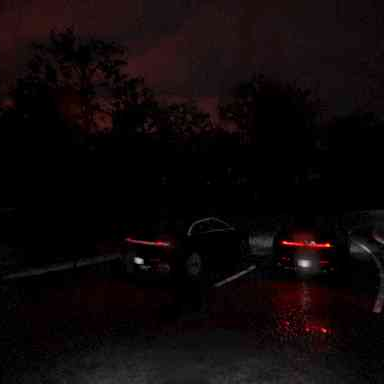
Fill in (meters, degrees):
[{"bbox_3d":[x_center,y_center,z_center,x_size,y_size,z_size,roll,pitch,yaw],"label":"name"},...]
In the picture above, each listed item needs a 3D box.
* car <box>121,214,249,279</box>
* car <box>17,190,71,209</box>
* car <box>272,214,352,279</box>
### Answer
[{"bbox_3d":[0.069,1.412,9.931,2.128,1.511,4.902,1,1,34],"label":"car"},{"bbox_3d":[-16.622,0.836,37.642,5.566,2.045,2.150,-1,0,-3],"label":"car"},{"bbox_3d":[3.699,1.429,10.005,1.837,1.490,4.892,0,0,26],"label":"car"}]
